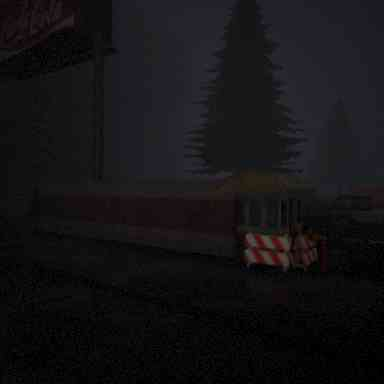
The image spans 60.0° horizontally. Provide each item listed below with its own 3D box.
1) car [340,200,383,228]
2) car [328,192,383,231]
[{"bbox_3d":[11.225,1.310,19.676,4.193,1.474,1.816,1,1,35],"label":"car"},{"bbox_3d":[9.290,1.116,17.615,3.866,1.878,1.905,1,1,35],"label":"car"}]
